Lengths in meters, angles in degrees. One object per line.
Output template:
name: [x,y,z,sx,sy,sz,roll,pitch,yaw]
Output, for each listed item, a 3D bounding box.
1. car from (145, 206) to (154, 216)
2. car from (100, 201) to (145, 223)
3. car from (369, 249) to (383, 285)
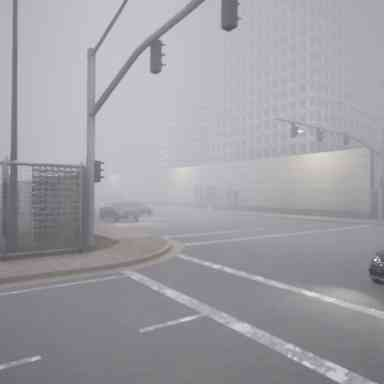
car: [-5.700,1.599,32.267,2.033,1.411,5.357,1,0,-35]
car: [-5.847,1.551,26.434,1.812,1.442,4.674,1,0,-35]
car: [6.381,1.571,8.425,4.674,1.442,1.812,1,0,-36]
